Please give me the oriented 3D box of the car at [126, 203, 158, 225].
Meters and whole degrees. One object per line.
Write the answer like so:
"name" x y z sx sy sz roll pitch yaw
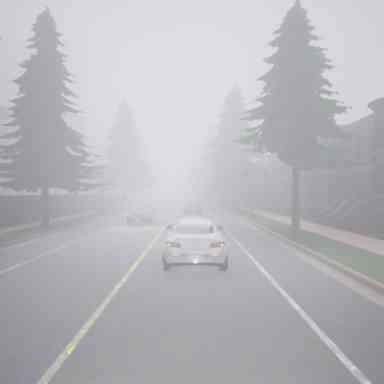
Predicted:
"car" -3.589 1.588 24.456 1.812 1.442 4.674 0 0 0

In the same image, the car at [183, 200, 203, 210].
"car" 0.100 1.576 33.335 2.128 1.511 4.902 0 0 0

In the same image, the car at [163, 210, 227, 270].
"car" 0.092 1.554 11.010 1.812 1.442 4.674 0 0 0

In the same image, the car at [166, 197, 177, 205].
"car" -4.046 1.644 65.647 1.882 1.535 5.008 0 0 -7
